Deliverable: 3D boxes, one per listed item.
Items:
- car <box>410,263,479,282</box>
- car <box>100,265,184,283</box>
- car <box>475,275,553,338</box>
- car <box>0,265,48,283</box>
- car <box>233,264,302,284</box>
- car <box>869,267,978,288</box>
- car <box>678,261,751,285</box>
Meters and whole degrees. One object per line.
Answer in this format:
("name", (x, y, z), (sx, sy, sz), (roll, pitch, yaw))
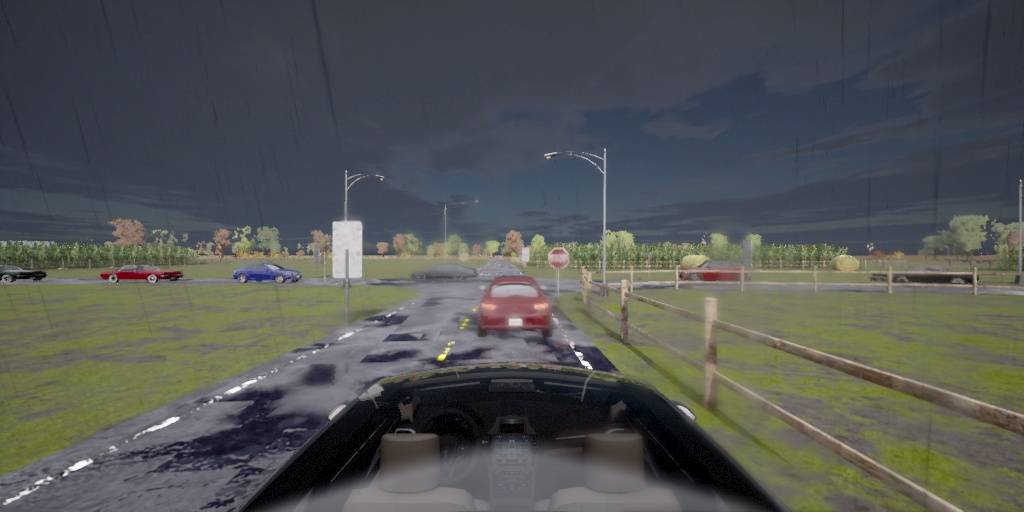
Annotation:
("car", (-5.384, 1.300, 28.902), (5.357, 1.411, 2.033), (0, 0, 5))
("car", (-27.887, 1.360, 27.171), (4.718, 1.301, 1.895), (0, 0, 0))
("car", (0.058, 1.282, 10.127), (1.812, 1.442, 4.674), (0, 0, -1))
("car", (-38.538, 1.356, 27.126), (4.718, 1.301, 1.895), (0, 0, -1))
("car", (-18.289, 1.288, 26.859), (4.674, 1.442, 1.812), (0, 0, 3))
("car", (26.980, 1.383, 23.731), (4.718, 1.301, 1.895), (0, 0, 13))
("car", (14.566, 1.123, 26.158), (4.553, 1.767, 2.097), (0, 0, 10))
